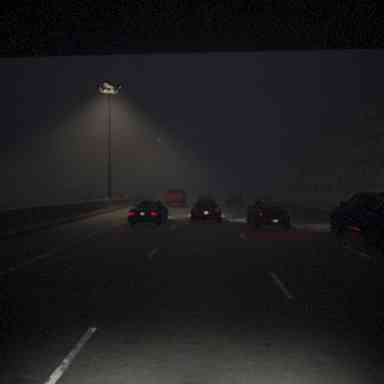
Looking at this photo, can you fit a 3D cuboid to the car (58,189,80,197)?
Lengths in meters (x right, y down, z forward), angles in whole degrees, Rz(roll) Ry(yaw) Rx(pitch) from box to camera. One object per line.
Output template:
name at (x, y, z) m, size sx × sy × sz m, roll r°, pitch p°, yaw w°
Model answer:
car at (-18.993, 0.209, 53.047) m, size 2.097 × 1.767 × 4.553 m, roll 0°, pitch 1°, yaw 2°

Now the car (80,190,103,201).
car at (-15.495, 0.569, 52.918) m, size 2.097 × 1.767 × 4.553 m, roll 0°, pitch 1°, yaw 2°

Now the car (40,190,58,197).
car at (-22.491, 0.335, 53.153) m, size 1.882 × 1.535 × 5.008 m, roll 0°, pitch 1°, yaw 2°

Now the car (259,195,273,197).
car at (8.582, 0.984, 38.852) m, size 1.895 × 1.301 × 4.718 m, roll 0°, pitch 1°, yaw 2°

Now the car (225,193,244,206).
car at (5.136, 0.856, 40.287) m, size 2.128 × 1.511 × 4.902 m, roll 0°, pitch 1°, yaw 2°

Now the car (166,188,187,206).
car at (-1.896, 0.602, 39.621) m, size 2.150 × 2.045 × 5.566 m, roll 0°, pitch 0°, yaw 2°

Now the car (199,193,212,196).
car at (1.640, 0.858, 40.461) m, size 2.128 × 1.511 × 4.902 m, roll 0°, pitch 1°, yaw 2°

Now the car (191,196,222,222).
car at (0.942, 1.213, 22.391) m, size 1.994 × 1.385 × 4.181 m, roll 0°, pitch 1°, yaw 2°

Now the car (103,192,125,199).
car at (-11.998, 0.708, 52.755) m, size 1.882 × 1.535 × 5.008 m, roll 0°, pitch 1°, yaw 2°

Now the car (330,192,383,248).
car at (7.608, 0.998, 13.581) m, size 2.150 × 2.045 × 5.566 m, roll 0°, pitch 1°, yaw 2°

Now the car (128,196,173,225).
car at (-2.623, 1.226, 20.778) m, size 2.033 × 1.411 × 5.357 m, roll 0°, pitch 1°, yaw 2°

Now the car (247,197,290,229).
car at (4.303, 1.222, 19.050) m, size 1.812 × 1.442 × 4.674 m, roll 0°, pitch 1°, yaw 2°
